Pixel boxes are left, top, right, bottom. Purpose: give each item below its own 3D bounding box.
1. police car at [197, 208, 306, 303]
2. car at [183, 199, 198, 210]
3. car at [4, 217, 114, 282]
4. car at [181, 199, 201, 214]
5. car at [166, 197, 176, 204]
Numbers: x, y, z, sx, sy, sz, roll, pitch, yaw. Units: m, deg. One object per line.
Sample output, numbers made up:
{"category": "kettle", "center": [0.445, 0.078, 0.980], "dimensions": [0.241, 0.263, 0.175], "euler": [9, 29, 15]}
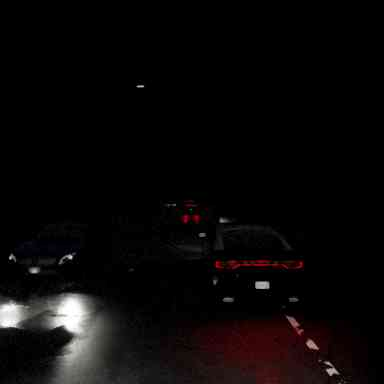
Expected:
{"category": "police car", "center": [1.226, 1.426, 8.398], "dimensions": [1.930, 1.638, 5.238], "euler": [0, 0, 0]}
{"category": "car", "center": [-0.262, 1.655, 45.902], "dimensions": [1.994, 1.385, 4.181], "euler": [0, 0, 0]}
{"category": "car", "center": [-3.608, 1.527, 9.938], "dimensions": [1.812, 1.442, 4.674], "euler": [0, 0, 0]}
{"category": "car", "center": [-0.103, 1.539, 35.502], "dimensions": [2.128, 1.511, 4.902], "euler": [0, 0, 0]}
{"category": "car", "center": [-4.209, 1.779, 68.511], "dimensions": [2.033, 1.411, 5.357], "euler": [0, 0, -1]}
